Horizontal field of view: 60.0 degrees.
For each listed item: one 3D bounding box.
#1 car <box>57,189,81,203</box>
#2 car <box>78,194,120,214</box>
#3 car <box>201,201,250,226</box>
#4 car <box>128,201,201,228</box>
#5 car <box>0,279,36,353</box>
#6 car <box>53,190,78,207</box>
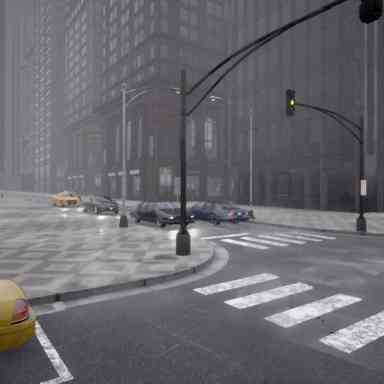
[{"bbox_3d":[-17.375,0.499,46.892,2.097,1.767,4.553,0,1,-36],"label":"car"},{"bbox_3d":[-7.784,1.012,28.176,1.837,1.490,4.892,0,1,-36],"label":"car"},{"bbox_3d":[1.261,1.262,21.125,2.033,1.411,5.357,0,1,-36],"label":"car"},{"bbox_3d":[-2.015,1.237,20.193,2.033,1.411,5.357,0,1,-36],"label":"car"},{"bbox_3d":[-4.366,1.525,3.530,4.829,1.417,1.752,0,0,-36],"label":"car"},{"bbox_3d":[-13.881,0.799,36.621,1.882,1.535,5.008,0,1,-35],"label":"car"}]
